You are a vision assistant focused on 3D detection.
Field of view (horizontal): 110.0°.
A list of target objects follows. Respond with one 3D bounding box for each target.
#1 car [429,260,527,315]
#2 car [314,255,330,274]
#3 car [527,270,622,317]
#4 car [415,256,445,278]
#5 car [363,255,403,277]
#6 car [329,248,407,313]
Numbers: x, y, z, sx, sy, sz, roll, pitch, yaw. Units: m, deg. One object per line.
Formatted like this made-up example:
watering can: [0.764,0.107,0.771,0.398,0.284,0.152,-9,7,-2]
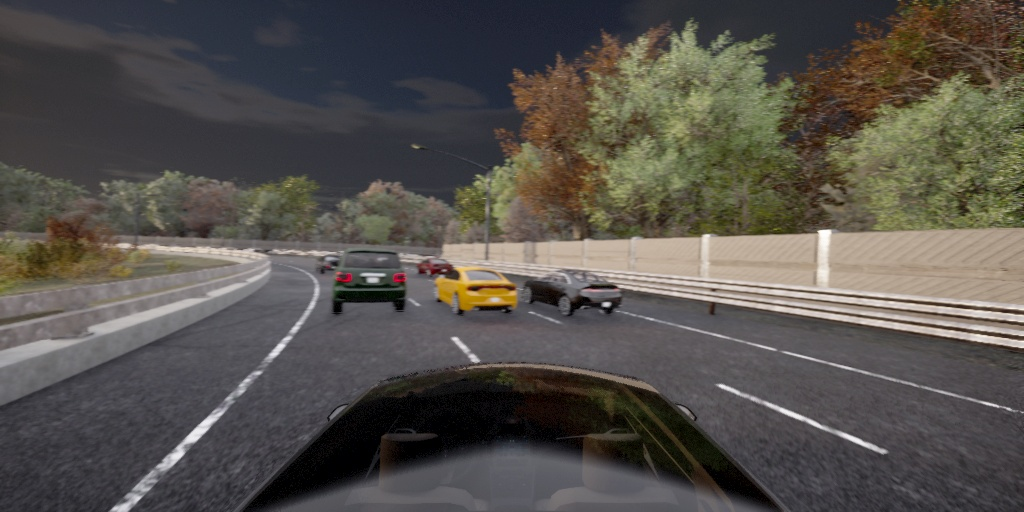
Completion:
car: [-1.514,1.133,13.158,1.882,1.535,5.008,2,0,-24]
car: [-14.777,0.645,29.274,1.812,1.442,4.674,2,0,-34]
car: [2.030,1.274,13.543,2.128,1.511,4.902,2,0,-23]
car: [-6.414,0.900,29.410,1.882,1.535,5.008,2,0,-32]
car: [-10.659,0.746,29.442,1.882,1.535,5.008,2,0,-34]
car: [-5.183,0.745,12.861,2.150,2.045,5.566,2,0,-25]
